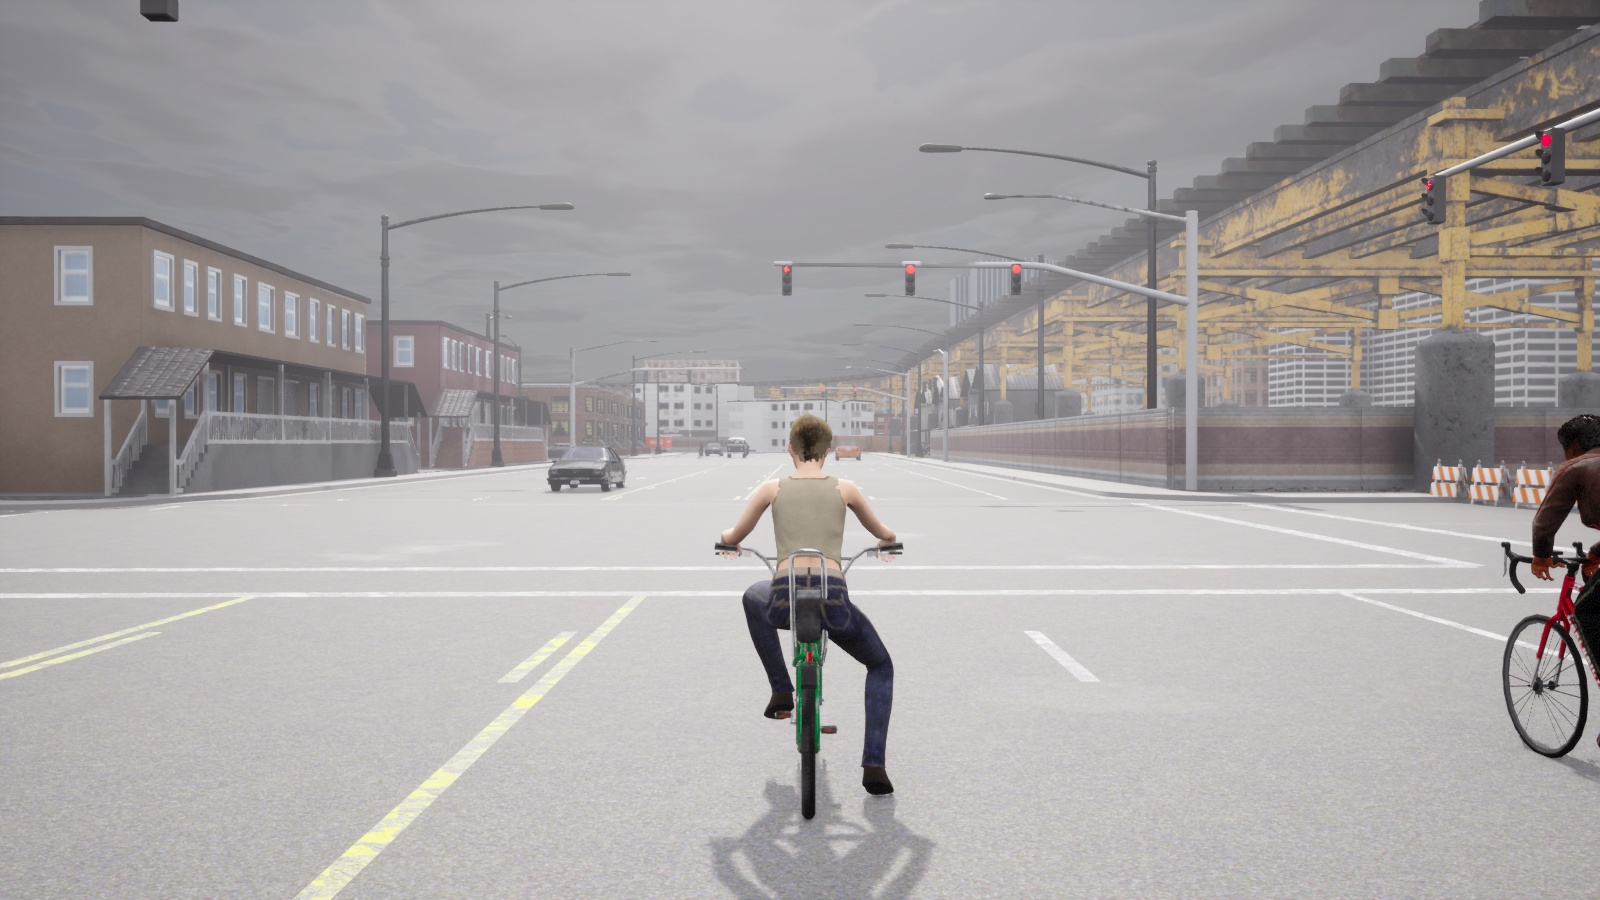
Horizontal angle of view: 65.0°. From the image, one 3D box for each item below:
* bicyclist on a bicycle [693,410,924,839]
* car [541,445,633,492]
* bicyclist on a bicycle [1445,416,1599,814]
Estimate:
[{"bbox_3d":[0.038,0.652,5.474,0.866,1.612,1.509,0,0,0],"label":"bicyclist on a bicycle"},{"bbox_3d":[-6.773,0.560,40.534,2.033,1.411,5.357,0,0,0],"label":"car"},{"bbox_3d":[3.545,0.671,5.511,0.582,1.620,1.656,0,0,0],"label":"bicyclist on a bicycle"}]
